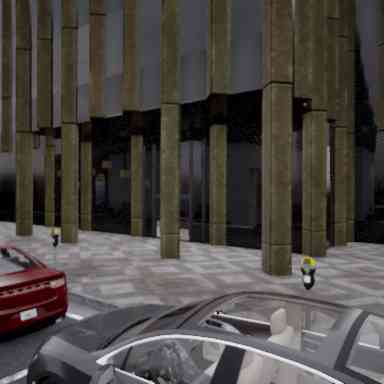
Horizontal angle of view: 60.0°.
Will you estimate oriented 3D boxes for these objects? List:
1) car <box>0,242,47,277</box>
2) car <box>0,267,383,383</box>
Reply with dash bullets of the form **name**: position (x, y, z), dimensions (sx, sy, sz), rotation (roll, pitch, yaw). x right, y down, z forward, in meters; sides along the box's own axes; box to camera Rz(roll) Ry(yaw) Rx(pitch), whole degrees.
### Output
- **car**: position (-4.039, 1.525, 5.808), dimensions (4.507, 1.381, 1.887), rotation (0, 0, 35)
- **car**: position (0.403, 1.547, 2.671), dimensions (4.403, 1.369, 2.008), rotation (0, 0, 35)
